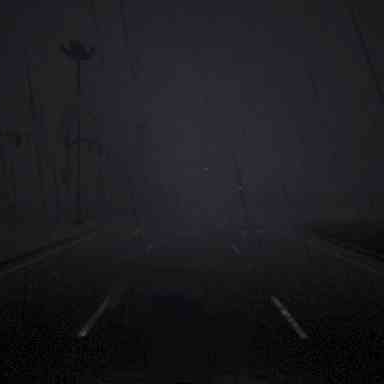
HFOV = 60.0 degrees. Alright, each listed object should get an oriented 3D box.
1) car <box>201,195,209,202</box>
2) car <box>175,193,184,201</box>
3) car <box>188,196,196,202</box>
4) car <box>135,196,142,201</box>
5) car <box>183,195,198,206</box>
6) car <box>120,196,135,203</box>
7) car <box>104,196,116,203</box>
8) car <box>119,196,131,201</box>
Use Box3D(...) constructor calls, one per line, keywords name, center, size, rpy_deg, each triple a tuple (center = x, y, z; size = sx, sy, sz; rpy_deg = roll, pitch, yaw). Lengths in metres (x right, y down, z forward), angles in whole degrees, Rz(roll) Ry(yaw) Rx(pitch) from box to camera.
Box3D(name="car", center=(3.582, 1.711, 87.809), size=(1.882, 1.535, 5.008), rpy_deg=(0, 0, 0))
Box3D(name="car", center=(-3.417, 1.777, 87.968), size=(2.033, 1.411, 5.357), rpy_deg=(0, 0, 0))
Box3D(name="car", center=(0.083, 1.761, 87.912), size=(2.128, 1.511, 4.902), rpy_deg=(0, 0, 0))
Box3D(name="car", center=(-14.896, 1.780, 91.205), size=(2.033, 1.411, 5.357), rpy_deg=(0, 0, 0))
Box3D(name="car", center=(0.000, 1.706, 56.977), size=(2.033, 1.411, 5.357), rpy_deg=(0, 0, 0))
Box3D(name="car", center=(-14.994, 1.736, 75.430), size=(2.128, 1.511, 4.902), rpy_deg=(0, 0, 0))
Box3D(name="car", center=(-18.494, 1.711, 75.484), size=(1.837, 1.490, 4.892), rpy_deg=(0, 0, 0))
Box3D(name="car", center=(-18.396, 1.780, 91.232), size=(2.033, 1.411, 5.357), rpy_deg=(0, 0, 0))
